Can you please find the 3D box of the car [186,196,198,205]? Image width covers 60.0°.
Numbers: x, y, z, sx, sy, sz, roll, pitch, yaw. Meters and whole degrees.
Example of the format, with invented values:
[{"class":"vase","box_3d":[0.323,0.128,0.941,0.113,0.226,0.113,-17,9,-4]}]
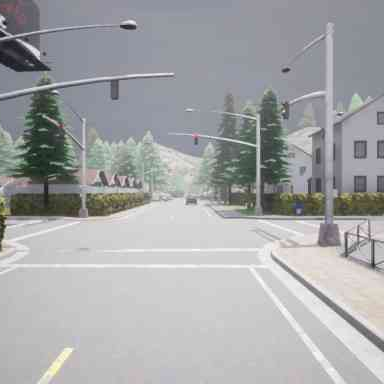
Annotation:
[{"class":"car","box_3d":[-0.081,1.505,59.182,1.837,1.490,4.892,0,0,0]}]
